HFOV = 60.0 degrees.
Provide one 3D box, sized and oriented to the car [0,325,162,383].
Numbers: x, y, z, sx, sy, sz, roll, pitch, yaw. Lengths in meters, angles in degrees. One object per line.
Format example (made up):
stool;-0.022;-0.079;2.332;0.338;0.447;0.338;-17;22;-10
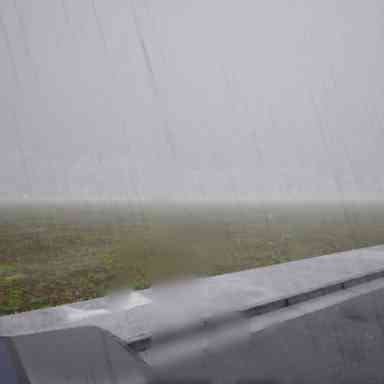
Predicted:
car;-2.549;1.547;1.255;5.357;1.411;2.033;0;0;-35
